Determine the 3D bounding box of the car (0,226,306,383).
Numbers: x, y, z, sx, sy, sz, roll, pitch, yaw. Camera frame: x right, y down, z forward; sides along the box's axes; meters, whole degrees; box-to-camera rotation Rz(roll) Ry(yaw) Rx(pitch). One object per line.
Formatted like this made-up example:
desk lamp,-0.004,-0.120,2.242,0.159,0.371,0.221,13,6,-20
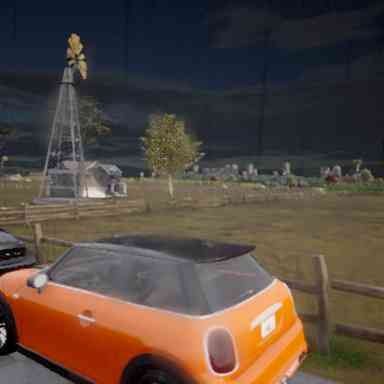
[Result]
car,-0.948,1.364,4.580,4.553,1.767,2.097,0,1,37
